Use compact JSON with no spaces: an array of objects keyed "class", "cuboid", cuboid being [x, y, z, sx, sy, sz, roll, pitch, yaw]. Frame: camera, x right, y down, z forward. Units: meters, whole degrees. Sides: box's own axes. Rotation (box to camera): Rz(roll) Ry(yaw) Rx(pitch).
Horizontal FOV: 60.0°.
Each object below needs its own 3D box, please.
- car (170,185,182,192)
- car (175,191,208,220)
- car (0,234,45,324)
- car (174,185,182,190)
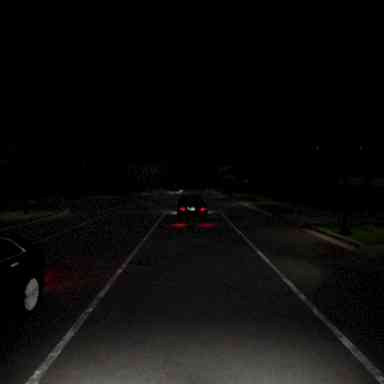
[{"class":"car","cuboid":[-3.850,-0.927,76.772,2.097,1.767,4.553,0,2,0]},{"class":"car","cuboid":[-0.042,0.923,20.876,2.033,1.411,5.357,0,2,-2]},{"class":"car","cuboid":[-3.606,1.374,4.233,1.837,1.490,4.892,0,2,0]},{"class":"car","cuboid":[-3.919,-1.190,91.932,1.994,1.385,4.181,0,2,0]}]
